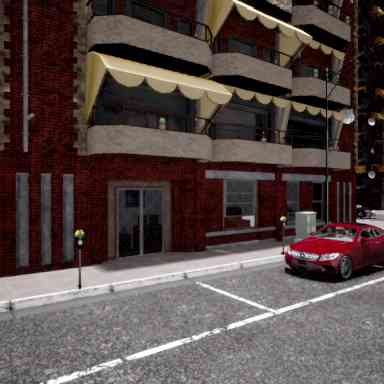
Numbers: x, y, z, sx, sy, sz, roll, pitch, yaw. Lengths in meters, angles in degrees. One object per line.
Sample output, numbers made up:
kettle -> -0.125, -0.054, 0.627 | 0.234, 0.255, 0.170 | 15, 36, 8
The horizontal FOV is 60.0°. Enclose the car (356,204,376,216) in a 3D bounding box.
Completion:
car -> 15.520, 1.806, 32.910 | 2.128, 1.511, 4.902 | 0, -1, -36

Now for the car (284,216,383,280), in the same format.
car -> 4.569, 1.582, 9.867 | 4.206, 1.307, 1.802 | 0, 0, -35
